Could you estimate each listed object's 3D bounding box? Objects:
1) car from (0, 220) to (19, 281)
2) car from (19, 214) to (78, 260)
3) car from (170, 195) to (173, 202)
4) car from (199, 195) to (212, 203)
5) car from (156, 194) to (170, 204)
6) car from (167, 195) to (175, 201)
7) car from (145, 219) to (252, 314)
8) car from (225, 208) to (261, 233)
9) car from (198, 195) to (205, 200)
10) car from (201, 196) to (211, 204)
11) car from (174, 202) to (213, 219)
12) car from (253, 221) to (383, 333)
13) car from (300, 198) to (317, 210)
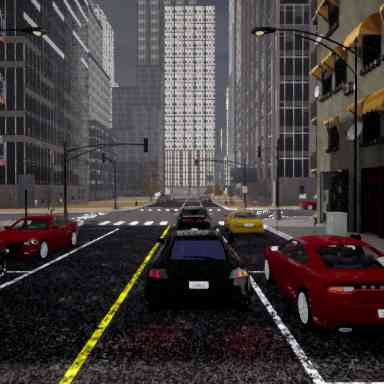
[{"bbox_3d":[-5.693,1.439,6.852,1.967,1.590,4.097,-1,0,0],"label":"car"},{"bbox_3d":[-5.687,1.543,12.376,1.887,1.381,4.507,-1,0,0],"label":"car"},{"bbox_3d":[-5.635,1.313,66.972,2.192,1.841,5.009,-1,0,0],"label":"car"},{"bbox_3d":[2.740,1.437,61.403,1.967,1.590,4.097,-1,0,0],"label":"car"},{"bbox_3d":[-5.639,1.542,61.412,1.887,1.381,4.507,-1,0,0],"label":"car"},{"bbox_3d":[-5.612,1.544,89.209,1.887,1.381,4.507,-1,0,0],"label":"car"},{"bbox_3d":[0.111,1.563,7.714,1.994,1.385,4.181,0,0,0],"label":"car"},{"bbox_3d":[2.699,1.523,18.047,1.752,1.417,4.829,-1,0,0],"label":"car"},{"bbox_3d":[2.774,1.582,94.760,1.802,1.307,4.206,-1,0,0],"label":"car"},{"bbox_3d":[2.747,1.523,67.132,1.752,1.417,4.829,-1,0,0],"label":"car"},{"bbox_3d":[0.094,1.503,17.698,1.837,1.490,4.892,0,0,-1],"label":"car"},{"bbox_3d":[2.689,1.544,6.830,1.887,1.381,4.507,-1,0,0],"label":"car"},{"bbox_3d":[14.287,1.256,36.990,4.507,1.381,1.887,-1,1,0],"label":"car"}]
